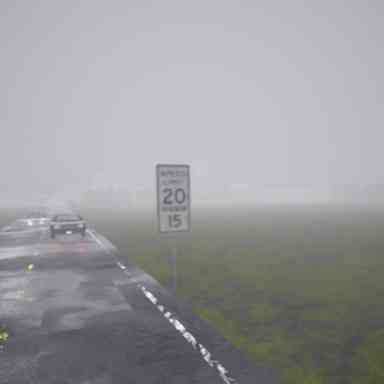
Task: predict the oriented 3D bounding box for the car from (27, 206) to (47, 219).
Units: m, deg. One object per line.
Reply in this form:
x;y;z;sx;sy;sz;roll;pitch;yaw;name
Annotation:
-18.226;2.348;39.269;1.994;1.385;4.181;-1;-1;-22;car

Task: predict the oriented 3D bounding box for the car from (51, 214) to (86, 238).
-7.658;1.982;20.488;1.895;1.301;4.718;-1;-1;-22;car
